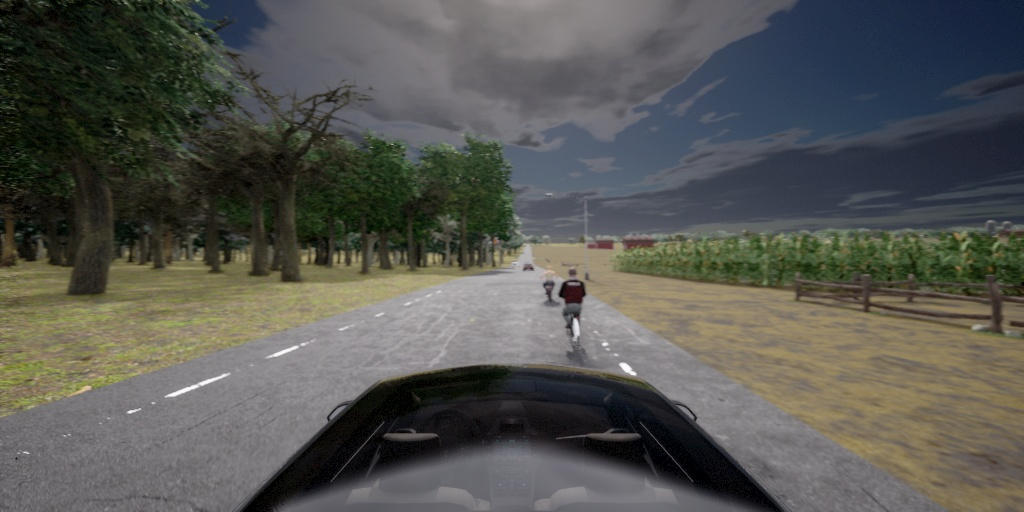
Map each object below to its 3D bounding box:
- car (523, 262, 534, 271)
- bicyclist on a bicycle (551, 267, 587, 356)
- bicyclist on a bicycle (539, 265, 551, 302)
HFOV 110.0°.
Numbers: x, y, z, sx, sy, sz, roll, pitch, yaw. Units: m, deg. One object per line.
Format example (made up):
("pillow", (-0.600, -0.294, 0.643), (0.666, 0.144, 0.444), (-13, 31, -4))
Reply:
("car", (2.793, 1.871, 61.122), (1.895, 1.301, 4.718), (-1, -1, 2))
("bicyclist on a bicycle", (1.294, 1.121, 7.761), (0.659, 1.776, 1.843), (-1, 1, 2))
("bicyclist on a bicycle", (1.662, 1.214, 15.996), (0.866, 1.612, 1.509), (-1, 0, 2))
